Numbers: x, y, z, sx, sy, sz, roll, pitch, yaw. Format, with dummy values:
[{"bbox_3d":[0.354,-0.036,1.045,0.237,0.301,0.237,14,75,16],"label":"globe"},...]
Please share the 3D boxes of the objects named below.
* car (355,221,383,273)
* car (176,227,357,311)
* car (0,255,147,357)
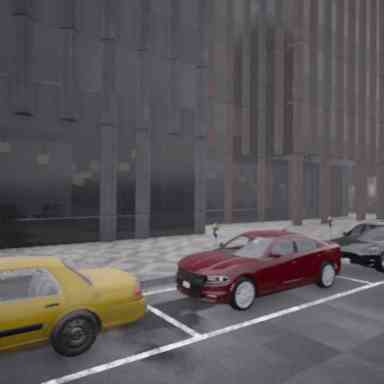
[{"bbox_3d":[6.310,1.681,11.153,4.313,1.339,1.947,1,0,-36],"label":"car"},{"bbox_3d":[1.723,1.603,7.880,4.507,1.381,1.887,1,0,-36],"label":"car"},{"bbox_3d":[-3.004,1.526,4.507,4.829,1.417,1.752,1,0,-36],"label":"car"}]
